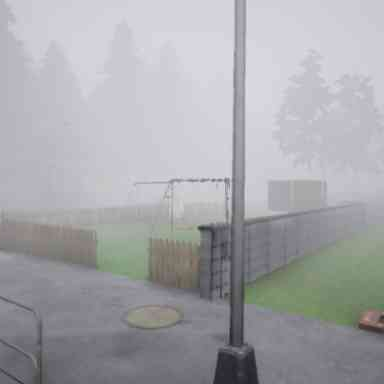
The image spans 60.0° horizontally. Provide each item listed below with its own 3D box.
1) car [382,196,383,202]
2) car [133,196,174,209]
[{"bbox_3d":[35.860,1.222,60.679,1.994,1.381,4.181,1,1,35],"label":"car"},{"bbox_3d":[-4.299,1.215,38.605,2.033,1.411,5.357,1,1,36],"label":"car"}]
